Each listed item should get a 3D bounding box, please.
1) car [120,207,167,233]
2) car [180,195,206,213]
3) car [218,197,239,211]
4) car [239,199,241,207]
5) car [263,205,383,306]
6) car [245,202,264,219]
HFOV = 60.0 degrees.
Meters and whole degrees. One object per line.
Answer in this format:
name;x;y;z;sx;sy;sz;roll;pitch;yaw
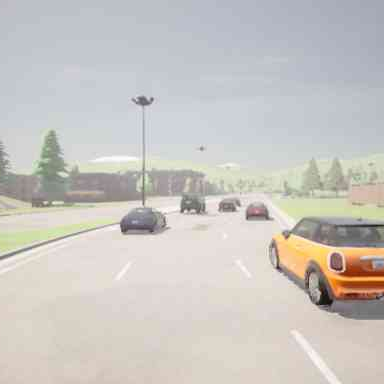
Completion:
car;-2.861;1.626;20.278;1.994;1.385;4.181;0;0;8
car;0.155;1.304;37.565;2.150;2.045;5.566;0;0;11
car;4.397;1.539;40.927;1.882;1.535;5.008;0;0;11
car;6.756;1.552;53.188;1.882;1.535;5.008;0;0;11
car;3.408;1.349;8.190;2.097;1.767;4.553;0;0;-1
car;5.718;1.592;29.322;1.994;1.385;4.181;0;0;11
